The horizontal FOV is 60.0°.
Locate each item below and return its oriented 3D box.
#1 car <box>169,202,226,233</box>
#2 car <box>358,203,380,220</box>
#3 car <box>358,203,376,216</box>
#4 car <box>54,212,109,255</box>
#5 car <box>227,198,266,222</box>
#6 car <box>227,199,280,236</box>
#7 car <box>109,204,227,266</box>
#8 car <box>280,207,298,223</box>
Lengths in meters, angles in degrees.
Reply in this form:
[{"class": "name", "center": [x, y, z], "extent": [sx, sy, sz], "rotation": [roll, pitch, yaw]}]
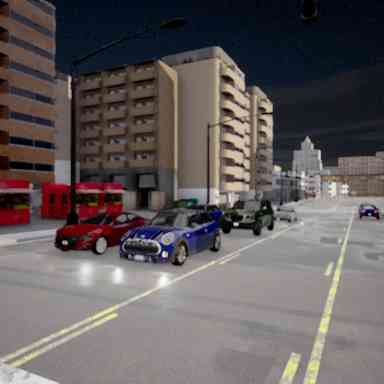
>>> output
[{"class": "car", "center": [0.508, 1.601, 22.343], "extent": [2.097, 1.767, 4.553], "rotation": [0, -1, 26]}, {"class": "car", "center": [18.989, 2.132, 35.625], "extent": [1.812, 1.442, 4.674], "rotation": [0, -1, 27]}, {"class": "car", "center": [23.497, 2.279, 44.802], "extent": [2.128, 1.511, 4.902], "rotation": [0, -1, 26]}, {"class": "car", "center": [-3.535, 1.589, 14.241], "extent": [1.882, 1.535, 5.008], "rotation": [0, -1, 25]}, {"class": "car", "center": [5.403, 1.666, 32.186], "extent": [2.150, 2.045, 5.566], "rotation": [0, -1, 26]}, {"class": "car", "center": [3.651, 1.471, 20.784], "extent": [2.150, 2.045, 5.566], "rotation": [0, -1, 26]}, {"class": "car", "center": [-0.616, 1.459, 12.209], "extent": [2.097, 1.767, 4.553], "rotation": [0, -1, 26]}, {"class": "car", "center": [8.297, 2.034, 30.145], "extent": [1.895, 1.301, 4.718], "rotation": [0, -1, 27]}]
